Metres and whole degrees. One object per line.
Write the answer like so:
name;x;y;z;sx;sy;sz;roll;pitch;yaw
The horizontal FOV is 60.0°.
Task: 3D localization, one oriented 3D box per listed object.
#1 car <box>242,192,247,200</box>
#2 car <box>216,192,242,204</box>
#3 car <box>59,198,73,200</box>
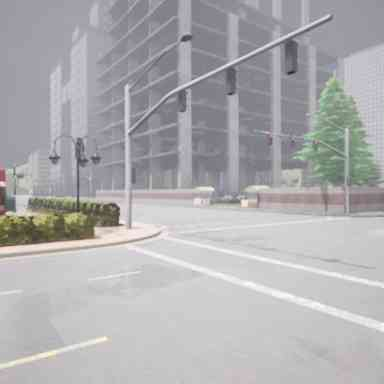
car;8.040;0.923;55.532;1.905;1.878;3.866;0;0;-36
car;5.647;0.937;53.822;1.905;1.878;3.866;0;0;-36
car;-17.330;1.449;45.358;1.994;1.385;4.181;0;0;-36
